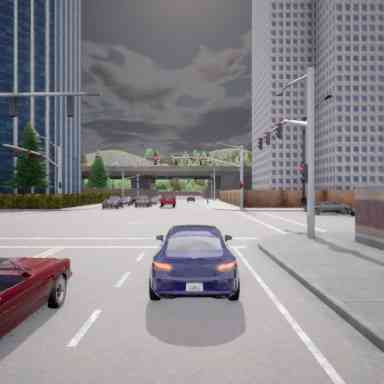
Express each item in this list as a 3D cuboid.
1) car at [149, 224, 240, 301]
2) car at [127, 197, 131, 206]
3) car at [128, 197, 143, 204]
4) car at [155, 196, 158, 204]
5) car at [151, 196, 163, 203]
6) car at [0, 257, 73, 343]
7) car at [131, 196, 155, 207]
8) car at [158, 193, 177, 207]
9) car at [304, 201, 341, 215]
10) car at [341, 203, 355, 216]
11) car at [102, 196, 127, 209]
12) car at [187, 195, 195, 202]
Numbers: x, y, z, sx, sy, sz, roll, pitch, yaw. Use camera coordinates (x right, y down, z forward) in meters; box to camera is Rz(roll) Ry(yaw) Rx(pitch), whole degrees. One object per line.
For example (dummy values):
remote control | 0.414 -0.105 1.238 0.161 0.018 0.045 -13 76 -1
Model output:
car | 0.054 1.526 8.210 1.812 1.442 4.674 0 0 0
car | -10.751 1.491 54.260 2.128 1.511 4.902 0 0 0
car | -10.738 1.601 63.483 1.895 1.301 4.718 0 0 0
car | -7.252 1.601 58.774 1.895 1.301 4.718 0 0 0
car | -7.204 1.564 68.821 1.994 1.385 4.181 0 0 0
car | -3.454 1.601 4.939 1.895 1.301 4.718 0 0 0
car | -7.243 1.352 49.791 2.097 1.767 4.553 0 0 0
car | -3.556 1.221 50.657 2.150 2.045 5.566 0 0 -1
car | 13.531 1.564 33.437 4.181 1.385 1.994 0 0 0
car | 16.200 1.564 29.932 4.181 1.385 1.994 0 0 0
car | -10.733 1.352 45.300 2.097 1.767 4.553 0 0 0
car | -0.222 1.477 74.486 1.837 1.490 4.892 0 0 0
